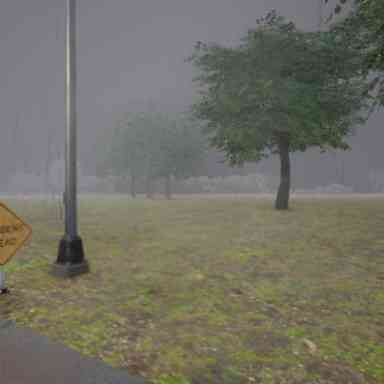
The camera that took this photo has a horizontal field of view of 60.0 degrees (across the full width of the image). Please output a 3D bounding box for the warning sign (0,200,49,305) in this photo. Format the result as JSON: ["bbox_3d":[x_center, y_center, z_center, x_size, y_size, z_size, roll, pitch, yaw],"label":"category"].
[{"bbox_3d":[-3.744,1.119,6.557,1.060,1.860,1.300,-1,0,35],"label":"warning sign"}]
